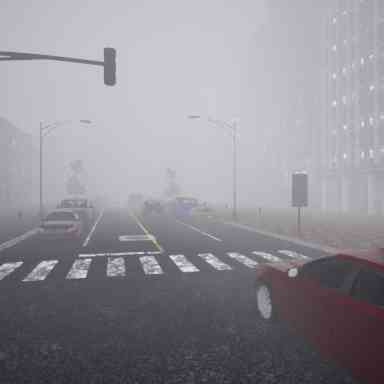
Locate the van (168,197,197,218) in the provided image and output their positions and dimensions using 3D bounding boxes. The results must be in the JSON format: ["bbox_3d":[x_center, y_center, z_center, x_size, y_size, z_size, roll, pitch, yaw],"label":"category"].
[{"bbox_3d":[-0.643,1.348,28.726,1.690,1.788,3.998,0,0,-13],"label":"van"}]

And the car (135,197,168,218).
[{"bbox_3d":[-3.769,1.498,30.635,2.128,1.511,4.902,0,0,-13],"label":"car"}]

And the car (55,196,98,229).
[{"bbox_3d":[-7.504,1.319,21.377,2.192,1.841,5.009,0,0,-13],"label":"car"}]

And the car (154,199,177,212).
[{"bbox_3d":[-3.224,1.560,39.523,2.008,1.369,4.403,0,0,-13],"label":"car"}]

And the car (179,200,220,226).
[{"bbox_3d":[0.605,1.531,23.491,1.752,1.417,4.829,0,0,-13],"label":"car"}]

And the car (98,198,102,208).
[{"bbox_3d":[-10.085,1.558,32.175,2.008,1.369,4.403,0,0,-13],"label":"car"}]

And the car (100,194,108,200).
[{"bbox_3d":[-24.268,1.466,91.567,1.967,1.590,4.097,0,0,-13],"label":"car"}]

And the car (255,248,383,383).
[{"bbox_3d":[2.509,1.479,4.355,1.882,1.535,5.008,0,0,-13],"label":"car"}]

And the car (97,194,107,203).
[{"bbox_3d":[-16.532,1.565,59.171,2.008,1.369,4.403,0,0,-13],"label":"car"}]

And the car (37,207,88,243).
[{"bbox_3d":[-6.216,1.585,15.978,1.802,1.307,4.206,0,0,-13],"label":"car"}]

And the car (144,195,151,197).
[{"bbox_3d":[-5.802,1.578,50.322,1.947,1.339,4.313,0,0,-13],"label":"car"}]

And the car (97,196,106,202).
[{"bbox_3d":[-20.361,1.545,75.204,1.752,1.417,4.829,0,0,-13],"label":"car"}]

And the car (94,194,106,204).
[{"bbox_3d":[-17.820,1.331,64.571,2.192,1.841,5.009,0,0,-13],"label":"car"}]

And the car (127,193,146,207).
[{"bbox_3d":[-9.042,1.236,52.727,2.150,2.045,5.566,0,0,-13],"label":"car"}]

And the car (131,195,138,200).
[{"bbox_3d":[-16.157,1.552,93.681,1.752,1.417,4.829,0,0,-13],"label":"car"}]

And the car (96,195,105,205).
[{"bbox_3d":[-13.913,1.536,48.208,1.752,1.417,4.829,0,0,-13],"label":"car"}]
